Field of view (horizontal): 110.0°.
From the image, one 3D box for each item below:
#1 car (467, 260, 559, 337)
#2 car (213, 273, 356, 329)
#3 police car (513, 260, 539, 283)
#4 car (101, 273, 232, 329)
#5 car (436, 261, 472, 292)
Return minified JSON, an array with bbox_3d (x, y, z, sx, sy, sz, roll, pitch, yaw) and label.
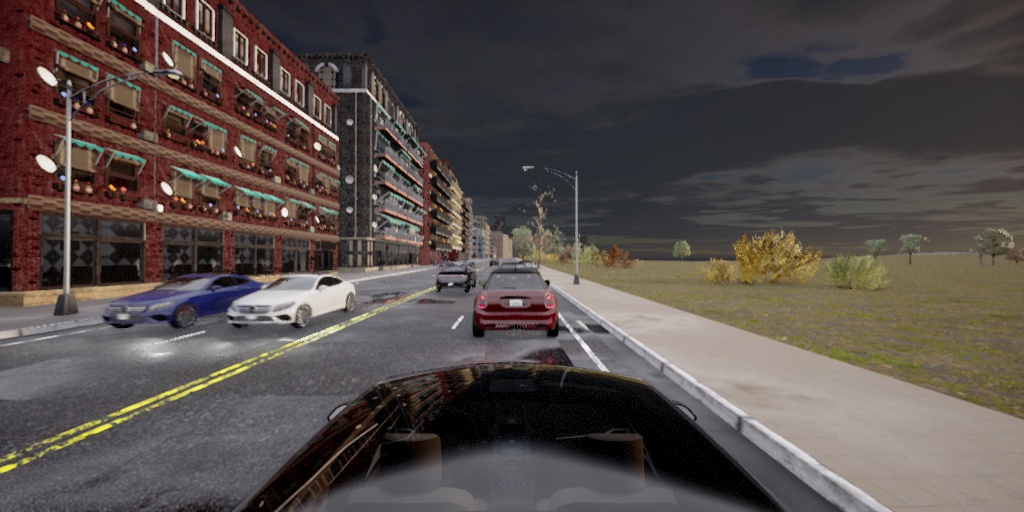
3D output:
[{"bbox_3d":[0.082,1.107,10.437,2.097,1.767,4.553,0,0,0],"label":"car"},{"bbox_3d":[-6.627,1.281,11.446,1.812,1.442,4.674,0,0,0],"label":"car"},{"bbox_3d":[1.099,1.191,29.705,1.930,1.638,5.238,0,0,0],"label":"police car"},{"bbox_3d":[-9.865,1.281,11.425,1.812,1.442,4.674,0,0,0],"label":"car"},{"bbox_3d":[-3.178,1.253,21.081,2.128,1.511,4.902,0,0,0],"label":"car"}]
